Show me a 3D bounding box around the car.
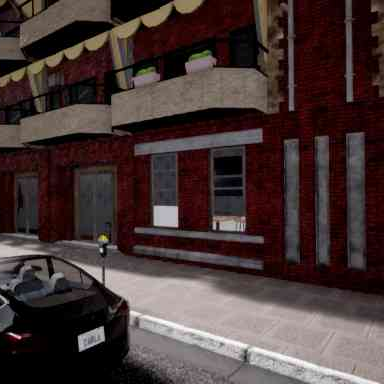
[{"bbox_3d":[-2.739,1.567,4.681,4.313,1.339,1.947,0,-1,35],"label":"car"}]
